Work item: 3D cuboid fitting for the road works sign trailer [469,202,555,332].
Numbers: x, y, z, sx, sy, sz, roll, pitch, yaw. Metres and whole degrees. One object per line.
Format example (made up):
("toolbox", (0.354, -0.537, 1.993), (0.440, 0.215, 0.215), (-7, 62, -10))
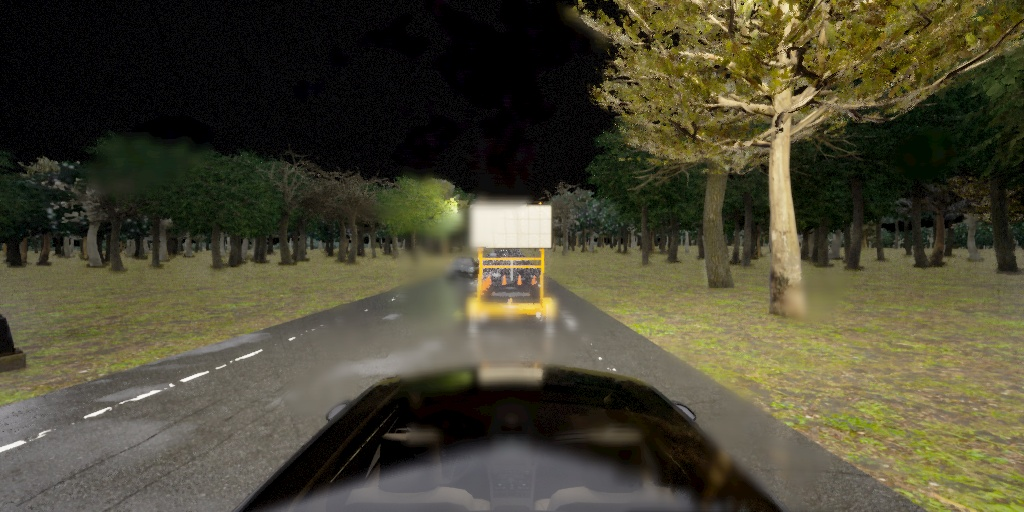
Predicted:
("road works sign trailer", (-0.006, 0.194, 10.732), (2.380, 3.560, 2.880), (0, 0, 0))

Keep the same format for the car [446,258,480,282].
("car", (-3.615, 0.945, 27.197), (2.097, 1.767, 4.553), (0, 1, 0))
